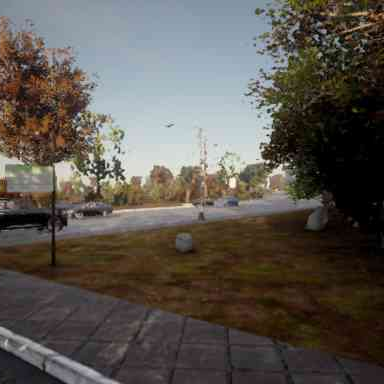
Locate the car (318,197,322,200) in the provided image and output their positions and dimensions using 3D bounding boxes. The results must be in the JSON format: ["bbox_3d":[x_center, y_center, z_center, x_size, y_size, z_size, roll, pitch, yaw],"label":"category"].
[{"bbox_3d":[33.962,1.233,87.397,1.837,1.490,4.892,0,0,19],"label":"car"}]

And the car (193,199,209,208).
[{"bbox_3d":[2.197,1.688,50.807,1.895,1.301,4.718,0,0,37],"label":"car"}]

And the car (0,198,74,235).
[{"bbox_3d":[-9.771,1.348,18.391,2.150,2.045,5.566,0,0,39],"label":"car"}]

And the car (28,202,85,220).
[{"bbox_3d":[-12.769,1.709,31.587,1.812,1.442,4.674,0,0,39],"label":"car"}]

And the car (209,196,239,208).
[{"bbox_3d":[5.056,1.416,48.798,2.097,1.767,4.553,0,0,36],"label":"car"}]

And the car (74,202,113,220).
[{"bbox_3d":[-9.457,1.650,30.125,2.128,1.511,4.902,0,0,39],"label":"car"}]
